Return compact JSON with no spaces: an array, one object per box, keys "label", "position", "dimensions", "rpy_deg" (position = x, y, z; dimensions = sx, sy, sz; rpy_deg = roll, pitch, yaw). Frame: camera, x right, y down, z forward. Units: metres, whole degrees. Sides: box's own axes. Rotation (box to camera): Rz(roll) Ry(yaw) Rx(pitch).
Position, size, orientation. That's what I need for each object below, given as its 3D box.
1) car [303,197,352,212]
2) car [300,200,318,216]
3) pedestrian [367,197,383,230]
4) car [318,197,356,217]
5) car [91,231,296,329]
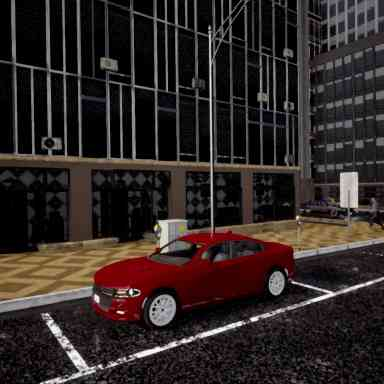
[{"label":"car","position":[14.884,1.276,36.714],"dimensions":[1.752,1.417,4.829],"rpy_deg":[-1,1,-35]},{"label":"car","position":[8.890,1.452,30.763],"dimensions":[2.008,1.369,4.403],"rpy_deg":[-1,1,-35]},{"label":"pedestrian","position":[9.944,1.137,18.133],"dimensions":[0.375,1.860,0.375],"rpy_deg":[-1,0,-35]},{"label":"car","position":[12.080,1.423,30.635],"dimensions":[2.033,1.411,5.357],"rpy_deg":[-1,1,-35]},{"label":"car","position":[0.231,1.544,6.889],"dimensions":[4.507,1.381,1.887],"rpy_deg":[0,-1,-35]}]
